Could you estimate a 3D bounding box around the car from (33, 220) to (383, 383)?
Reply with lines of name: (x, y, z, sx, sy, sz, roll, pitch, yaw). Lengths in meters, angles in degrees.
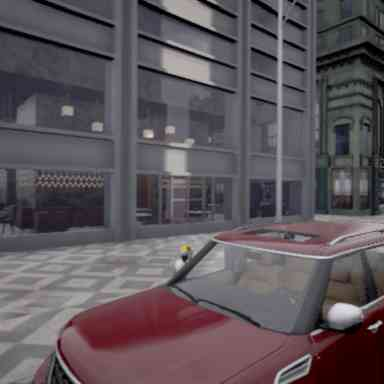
car: (1.067, 1.321, 3.650, 5.009, 1.841, 2.192, 1, 0, -39)
